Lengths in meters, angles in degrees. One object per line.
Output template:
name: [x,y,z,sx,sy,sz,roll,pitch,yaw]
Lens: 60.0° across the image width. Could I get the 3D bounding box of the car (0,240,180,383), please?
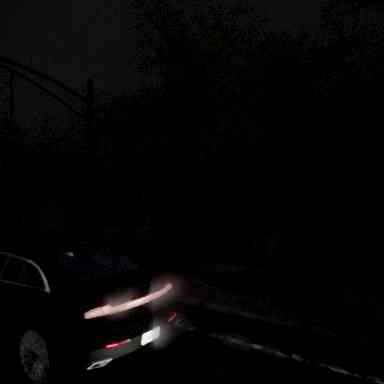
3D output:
car: [-2.477,1.560,5.453,4.902,1.511,2.128,-1,0,35]
